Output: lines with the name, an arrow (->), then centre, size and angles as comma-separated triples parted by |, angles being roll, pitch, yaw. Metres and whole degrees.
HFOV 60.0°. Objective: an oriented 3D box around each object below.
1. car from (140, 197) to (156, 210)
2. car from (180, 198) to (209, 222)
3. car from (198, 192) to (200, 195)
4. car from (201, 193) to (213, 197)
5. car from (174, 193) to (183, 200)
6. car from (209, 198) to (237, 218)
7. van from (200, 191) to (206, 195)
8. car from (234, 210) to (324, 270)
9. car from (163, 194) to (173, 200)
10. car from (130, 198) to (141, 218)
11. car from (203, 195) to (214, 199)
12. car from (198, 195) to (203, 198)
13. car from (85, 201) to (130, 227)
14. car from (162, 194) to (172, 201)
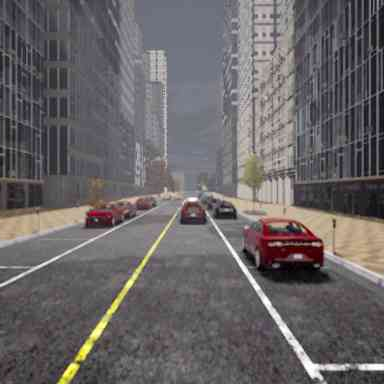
car -> -5.700, 1.338, 39.145 | 1.887, 1.381, 4.507 | 0, 0, 0
car -> 0.094, 1.399, 24.808 | 1.812, 1.442, 4.674 | 0, 0, 0
car -> 2.674, 1.097, 61.908 | 1.967, 1.590, 4.097 | 0, 0, 0
car -> 2.677, 1.293, 50.524 | 1.947, 1.339, 4.313 | 0, 0, 0
car -> -3.023, 1.051, 73.983 | 1.882, 1.535, 5.008 | 0, 0, 0
car -> 2.684, 1.423, 27.755 | 1.947, 1.339, 4.313 | 0, 0, 0
van -> 2.676, 1.034, 56.216 | 1.690, 1.788, 3.998 | 0, 0, 0
car -> 2.689, 1.492, 10.679 | 1.887, 1.381, 4.507 | 0, 0, 0
car -> -5.712, 1.098, 78.994 | 2.008, 1.369, 4.403 | 0, 0, 0
car -> -5.697, 1.439, 27.761 | 1.802, 1.307, 4.206 | 0, 0, 0
car -> 2.681, 1.359, 39.139 | 1.947, 1.339, 4.313 | 0, 0, 0
car -> 0.087, 1.377, 42.161 | 1.895, 1.301, 4.718 | 0, 0, 0
car -> -5.695, 1.433, 22.067 | 1.887, 1.381, 4.507 | 0, 0, 0
car -> -5.710, 1.111, 73.130 | 1.752, 1.417, 4.829 | 0, 0, 0
